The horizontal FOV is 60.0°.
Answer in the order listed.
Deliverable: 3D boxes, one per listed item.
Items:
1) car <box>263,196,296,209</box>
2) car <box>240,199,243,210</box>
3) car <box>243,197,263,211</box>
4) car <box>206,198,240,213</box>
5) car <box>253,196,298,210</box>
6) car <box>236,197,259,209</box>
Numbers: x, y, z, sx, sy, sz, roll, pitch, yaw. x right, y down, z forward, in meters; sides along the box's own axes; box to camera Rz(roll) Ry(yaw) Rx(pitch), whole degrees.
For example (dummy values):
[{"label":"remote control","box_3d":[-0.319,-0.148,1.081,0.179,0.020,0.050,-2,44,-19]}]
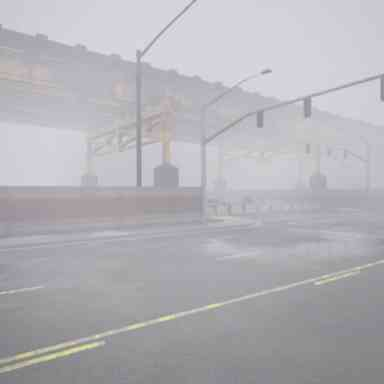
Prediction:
[{"label":"car","box_3d":[9.982,1.145,40.163,4.536,1.218,1.853,0,0,-7]},{"label":"car","box_3d":[2.377,1.350,33.728,4.974,1.542,2.038,0,0,8]},{"label":"car","box_3d":[6.123,1.328,36.412,2.038,1.542,4.974,0,0,18]},{"label":"car","box_3d":[2.325,1.192,33.734,4.536,1.218,1.853,0,0,8]},{"label":"car","box_3d":[10.034,1.302,40.170,4.974,1.542,2.038,0,0,-7]},{"label":"car","box_3d":[6.138,1.170,36.461,1.853,1.218,4.536,0,0,18]}]
